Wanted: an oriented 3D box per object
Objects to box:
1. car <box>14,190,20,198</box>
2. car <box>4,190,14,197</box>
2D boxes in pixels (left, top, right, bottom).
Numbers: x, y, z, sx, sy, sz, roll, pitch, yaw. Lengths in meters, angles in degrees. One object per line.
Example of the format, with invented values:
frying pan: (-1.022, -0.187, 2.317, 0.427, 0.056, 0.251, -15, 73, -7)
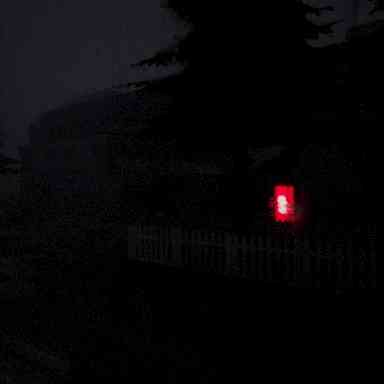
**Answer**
car: (-28.498, 0.321, 58.296, 4.605, 1.855, 1.932, 0, 1, 35)
car: (-40.069, 0.345, 74.089, 4.514, 1.523, 2.007, 0, 1, 35)
